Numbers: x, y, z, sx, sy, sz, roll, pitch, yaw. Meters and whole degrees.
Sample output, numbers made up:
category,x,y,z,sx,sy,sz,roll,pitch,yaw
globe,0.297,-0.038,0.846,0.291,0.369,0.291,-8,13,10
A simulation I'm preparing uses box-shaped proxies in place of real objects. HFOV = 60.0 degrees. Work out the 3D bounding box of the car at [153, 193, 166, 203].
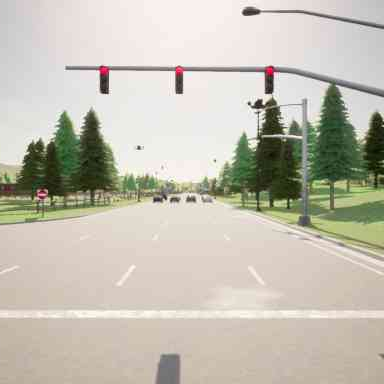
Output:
category,x,y,z,sx,sy,sz,roll,pitch,yaw
car,-7.163,1.469,70.350,1.882,1.535,5.008,0,0,0

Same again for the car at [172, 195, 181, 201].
category,x,y,z,sx,sy,sz,roll,pitch,yaw
car,-3.687,1.427,80.808,1.895,1.301,4.718,0,0,0

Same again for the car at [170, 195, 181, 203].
category,x,y,z,sx,sy,sz,roll,pitch,yaw
car,-3.663,1.492,70.358,1.837,1.490,4.892,0,0,0

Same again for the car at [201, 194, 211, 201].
category,x,y,z,sx,sy,sz,roll,pitch,yaw
car,3.313,1.357,80.794,2.128,1.511,4.902,0,0,0

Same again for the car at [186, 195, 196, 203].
category,x,y,z,sx,sy,sz,roll,pitch,yaw
car,-0.164,1.346,70.720,2.097,1.767,4.553,0,0,0

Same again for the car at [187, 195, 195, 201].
category,x,y,z,sx,sy,sz,roll,pitch,yaw
car,-0.187,1.385,80.786,1.994,1.385,4.181,0,0,0

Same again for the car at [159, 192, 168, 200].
category,x,y,z,sx,sy,sz,roll,pitch,yaw
car,-7.187,1.057,80.800,2.150,2.045,5.566,0,0,0

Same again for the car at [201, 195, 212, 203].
category,x,y,z,sx,sy,sz,roll,pitch,yaw
car,3.336,1.516,70.791,1.812,1.442,4.674,0,0,0
